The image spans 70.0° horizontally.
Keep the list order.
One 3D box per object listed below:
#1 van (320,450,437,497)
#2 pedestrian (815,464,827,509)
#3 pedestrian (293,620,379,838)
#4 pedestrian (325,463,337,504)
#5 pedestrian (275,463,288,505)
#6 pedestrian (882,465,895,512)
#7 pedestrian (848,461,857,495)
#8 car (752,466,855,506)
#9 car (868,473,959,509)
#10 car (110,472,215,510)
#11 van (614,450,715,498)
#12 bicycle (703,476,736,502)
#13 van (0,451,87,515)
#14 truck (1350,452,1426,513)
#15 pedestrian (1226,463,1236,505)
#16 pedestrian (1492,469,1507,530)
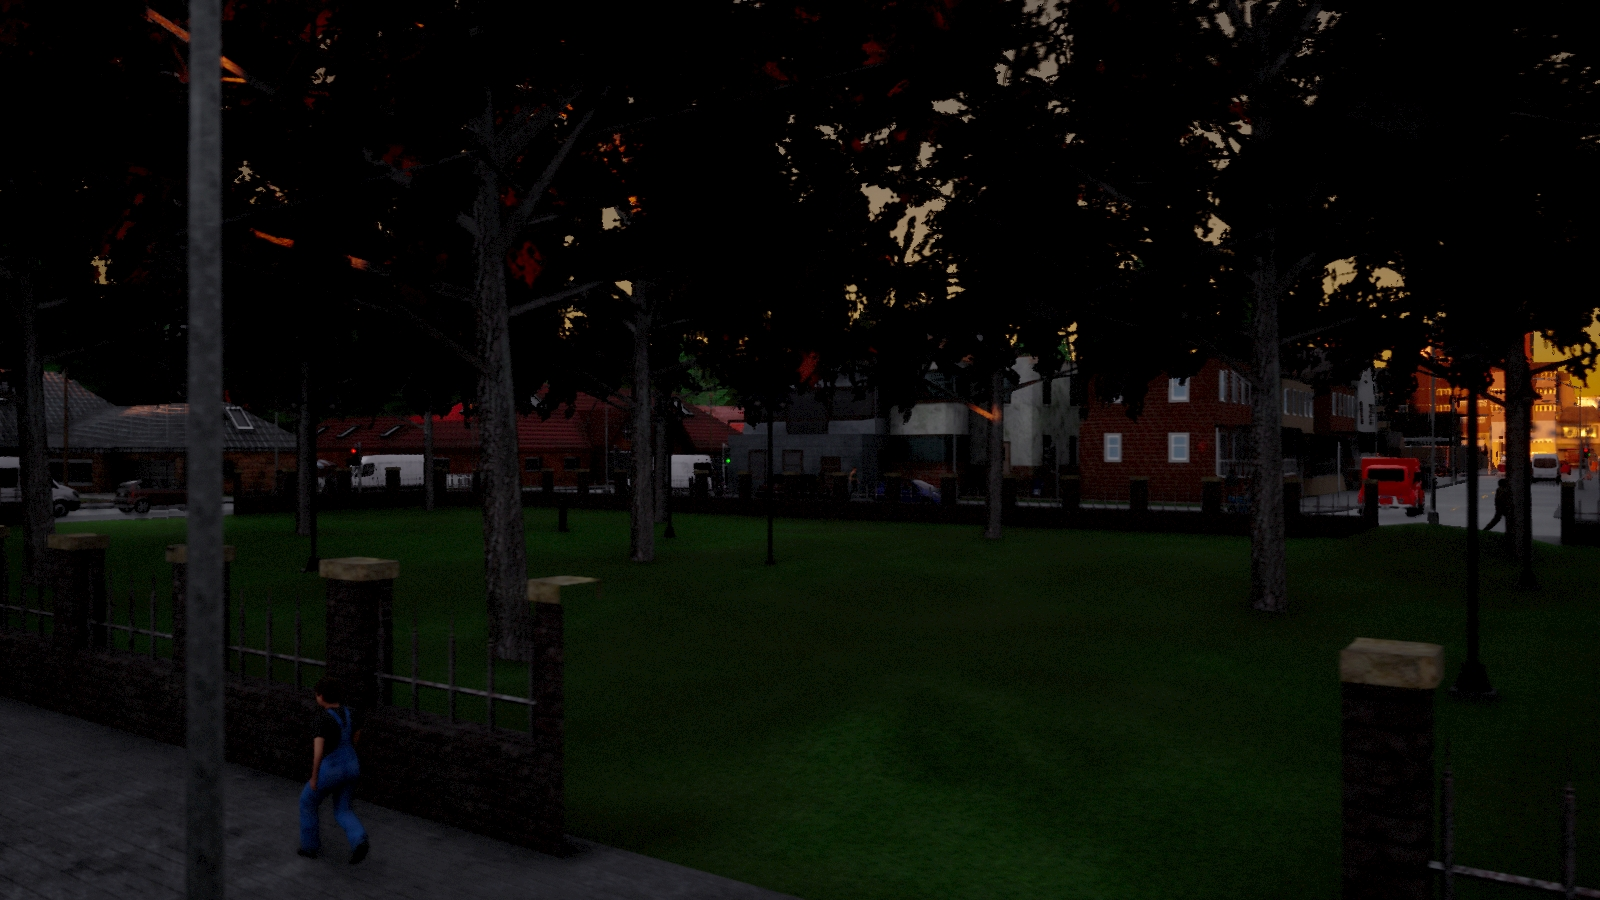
[{"bbox_3d":[-23.952,1.316,65.062,5.915,2.561,1.988,0,-1,-43],"label":"van"},{"bbox_3d":[0.867,1.526,47.716,0.375,1.860,0.375,0,0,32],"label":"pedestrian"},{"bbox_3d":[-3.041,1.806,7.493,0.375,1.300,0.375,0,0,35],"label":"pedestrian"},{"bbox_3d":[-21.612,1.526,52.677,0.375,1.860,0.375,0,0,34],"label":"pedestrian"},{"bbox_3d":[-23.264,1.526,51.289,0.375,1.860,0.375,0,0,25],"label":"pedestrian"},{"bbox_3d":[3.550,1.525,45.749,0.375,1.860,0.375,0,0,32],"label":"pedestrian"},{"bbox_3d":[2.903,1.525,62.983,0.375,1.860,0.375,0,0,34],"label":"pedestrian"},{"bbox_3d":[0.158,1.687,54.601,4.553,1.767,2.097,0,0,35],"label":"car"},{"bbox_3d":[5.103,1.819,51.350,3.633,1.501,1.845,0,0,36],"label":"car"},{"bbox_3d":[-28.667,1.807,51.465,1.789,1.549,3.705,0,0,35],"label":"car"},{"bbox_3d":[-7.743,1.316,65.024,5.915,2.561,1.988,0,0,35],"label":"van"},{"bbox_3d":[-4.057,1.941,57.626,1.835,1.271,0.329,0,0,35],"label":"bicycle"},{"bbox_3d":[-32.467,1.316,46.146,1.988,2.561,5.915,0,0,36],"label":"van"},{"bbox_3d":[25.542,1.355,49.521,2.627,2.467,5.204,0,-1,31],"label":"truck"},{"bbox_3d":[19.316,1.516,51.225,0.375,1.860,0.375,0,0,29],"label":"pedestrian"},{"bbox_3d":[21.597,1.525,35.280,0.375,1.860,0.375,0,0,35],"label":"pedestrian"}]
